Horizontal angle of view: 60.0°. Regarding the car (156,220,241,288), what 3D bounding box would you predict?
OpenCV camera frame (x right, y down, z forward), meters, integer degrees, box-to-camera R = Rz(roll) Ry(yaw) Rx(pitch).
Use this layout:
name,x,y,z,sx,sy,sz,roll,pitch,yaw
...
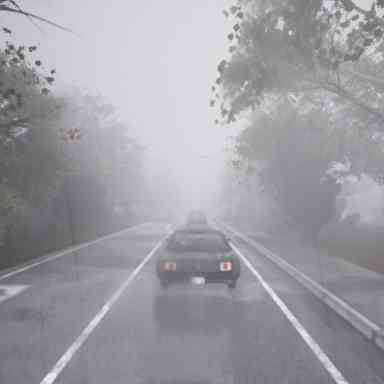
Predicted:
name,x,y,z,sx,sy,sz,roll,pitch,yaw
car,0.171,1.701,9.493,1.895,1.301,4.718,0,-1,1

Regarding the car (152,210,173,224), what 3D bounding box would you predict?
name,x,y,z,sx,sy,sz,roll,pitch,yaw
car,-3.172,2.706,36.698,1.812,1.442,4.674,0,-2,1

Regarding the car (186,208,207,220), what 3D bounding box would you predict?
name,x,y,z,sx,sy,sz,roll,pitch,yaw
car,0.434,2.502,31.305,2.033,1.411,5.357,0,-2,1
